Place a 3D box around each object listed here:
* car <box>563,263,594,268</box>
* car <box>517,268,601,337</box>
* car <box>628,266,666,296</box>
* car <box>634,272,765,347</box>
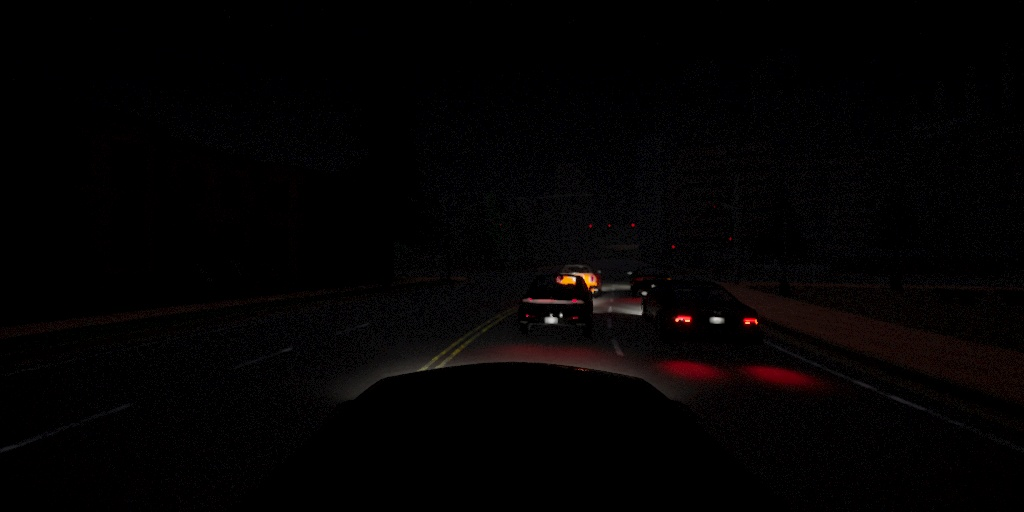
[{"bbox_3d":[3.689,1.167,19.433,2.097,1.767,4.553,0,0,17],"label":"car"},{"bbox_3d":[1.430,1.273,10.565,2.128,1.511,4.902,0,0,13],"label":"car"},{"bbox_3d":[7.459,1.299,19.564,1.882,1.535,5.008,0,0,16],"label":"car"},{"bbox_3d":[4.652,1.331,9.537,2.033,1.411,5.357,0,0,14],"label":"car"}]
